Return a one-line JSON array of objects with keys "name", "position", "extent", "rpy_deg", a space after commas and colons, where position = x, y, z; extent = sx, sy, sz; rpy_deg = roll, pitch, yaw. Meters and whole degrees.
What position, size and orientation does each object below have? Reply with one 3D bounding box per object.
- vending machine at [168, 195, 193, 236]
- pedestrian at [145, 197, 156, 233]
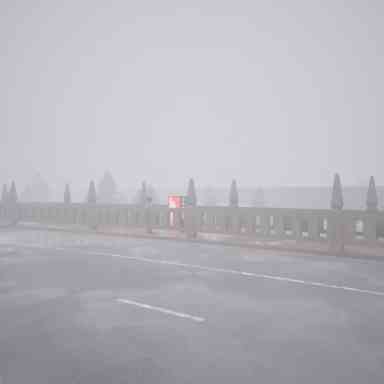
[{"name": "vending machine", "position": [-0.584, 1.195, 17.634], "extent": [0.880, 2.100, 1.100], "rpy_deg": [0, 0, 30]}, {"name": "pedestrian", "position": [-2.147, 1.141, 16.830], "extent": [0.375, 1.860, 0.375], "rpy_deg": [0, 0, 29]}]
